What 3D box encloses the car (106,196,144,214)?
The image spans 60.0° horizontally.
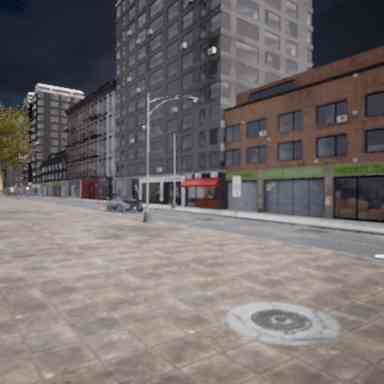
[{"bbox_3d":[-5.804,1.071,28.505,1.994,1.385,4.181,0,1,-36],"label":"car"}]
